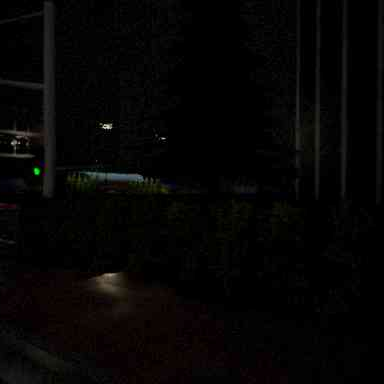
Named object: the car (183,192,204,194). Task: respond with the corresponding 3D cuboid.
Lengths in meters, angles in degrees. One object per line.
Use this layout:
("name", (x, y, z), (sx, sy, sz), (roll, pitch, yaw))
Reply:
("car", (-0.211, 0.992, 43.550), (2.150, 2.045, 5.566), (1, 0, 35))

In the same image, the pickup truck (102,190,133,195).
("pickup truck", (-12.195, 0.680, 55.235), (6.274, 2.098, 2.390), (0, 0, -24))
